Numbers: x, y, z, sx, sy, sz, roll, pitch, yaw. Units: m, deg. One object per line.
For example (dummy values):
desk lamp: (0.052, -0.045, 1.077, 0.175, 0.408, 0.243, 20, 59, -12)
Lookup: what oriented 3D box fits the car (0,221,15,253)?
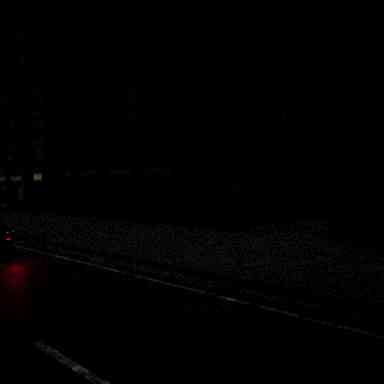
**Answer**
car: (-8.266, 1.497, 12.368, 4.674, 1.442, 1.812, 0, 0, 40)
